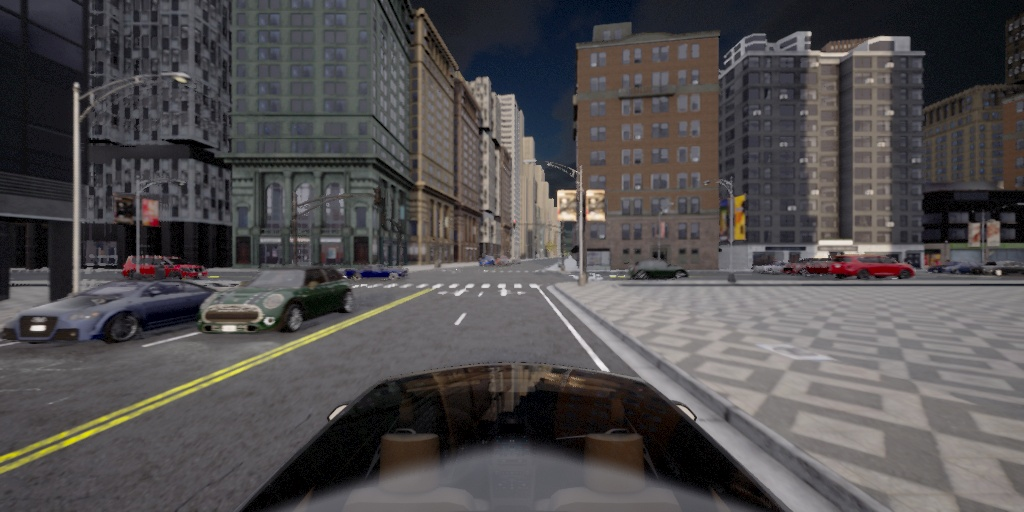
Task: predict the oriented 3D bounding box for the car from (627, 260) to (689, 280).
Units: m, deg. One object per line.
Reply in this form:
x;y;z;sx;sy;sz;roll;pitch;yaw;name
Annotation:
11.854;1.077;29.221;4.553;1.767;2.097;0;0;0;car

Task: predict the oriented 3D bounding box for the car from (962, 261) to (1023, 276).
48.911;1.264;35.863;4.892;1.490;1.837;0;0;0;car

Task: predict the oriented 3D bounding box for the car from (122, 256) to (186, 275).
-28.058;1.050;29.067;5.566;2.045;2.150;2;0;0;car

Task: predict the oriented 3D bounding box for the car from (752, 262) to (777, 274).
29.047;1.313;39.127;4.718;1.301;1.895;0;0;0;car

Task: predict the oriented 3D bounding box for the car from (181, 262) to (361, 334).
-6.573;1.095;10.596;2.097;1.767;4.553;0;0;0;car

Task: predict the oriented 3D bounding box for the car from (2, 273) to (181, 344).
-9.829;1.309;9.432;1.994;1.385;4.181;0;0;0;car

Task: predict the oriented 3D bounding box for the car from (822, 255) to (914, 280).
29.254;0.952;29.287;5.566;2.045;2.150;0;0;0;car

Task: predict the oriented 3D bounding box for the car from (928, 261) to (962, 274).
48.899;1.273;39.113;5.357;1.411;2.033;0;0;0;car

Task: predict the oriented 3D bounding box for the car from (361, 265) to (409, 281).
-10.852;1.345;29.133;4.718;1.301;1.895;0;0;0;car

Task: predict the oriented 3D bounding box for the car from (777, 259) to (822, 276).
29.788;1.068;35.878;4.553;1.767;2.097;0;0;0;car
